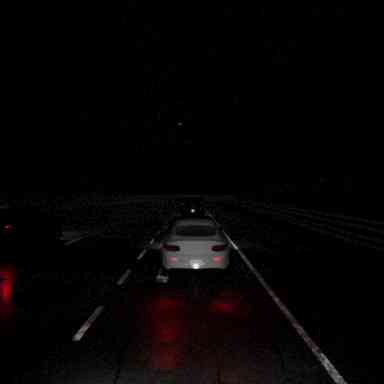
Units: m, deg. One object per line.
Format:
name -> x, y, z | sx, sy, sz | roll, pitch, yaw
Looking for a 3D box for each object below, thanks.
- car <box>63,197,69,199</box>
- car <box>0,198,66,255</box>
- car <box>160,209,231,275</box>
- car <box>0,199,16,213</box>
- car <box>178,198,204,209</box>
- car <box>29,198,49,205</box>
car -> -28.078, 1.891, 72.552 | 2.128, 1.511, 4.902 | 0, -1, 0
car -> -6.914, 1.298, 13.134 | 2.097, 1.767, 4.553 | 0, 0, 0
car -> 0.089, 1.483, 10.141 | 1.812, 1.442, 4.674 | 0, 0, 0
car -> -21.125, 1.482, 35.821 | 1.812, 1.442, 4.674 | 0, 0, 0
car -> 0.069, 1.488, 28.742 | 1.994, 1.385, 4.181 | 0, 0, 0
car -> -31.574, 1.915, 68.643 | 1.895, 1.301, 4.718 | 0, -1, 0
